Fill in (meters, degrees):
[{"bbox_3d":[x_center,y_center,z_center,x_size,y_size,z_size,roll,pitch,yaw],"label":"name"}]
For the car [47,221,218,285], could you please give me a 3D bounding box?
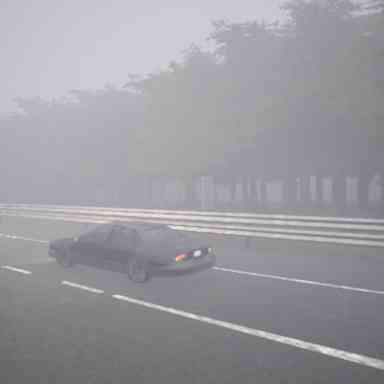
[{"bbox_3d":[-1.913,1.549,9.560,5.357,1.411,2.033,0,0,35],"label":"car"}]
